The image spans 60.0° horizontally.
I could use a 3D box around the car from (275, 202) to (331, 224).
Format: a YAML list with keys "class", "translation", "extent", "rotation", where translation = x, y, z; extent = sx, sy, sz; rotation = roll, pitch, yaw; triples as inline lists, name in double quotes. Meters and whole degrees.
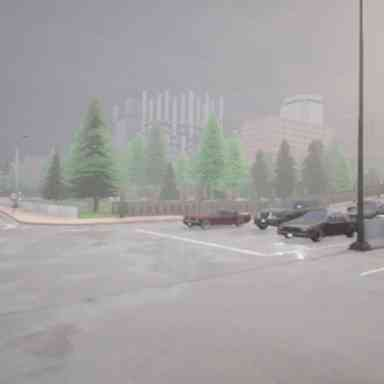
- class: "car"
  translation: [9.345, 1.677, 27.815]
  extent: [5.008, 1.535, 1.882]
  rotation: [-1, 0, -35]

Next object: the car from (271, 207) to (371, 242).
- class: "car"
  translation: [6.855, 1.702, 17.455]
  extent: [5.357, 1.411, 2.033]
  rotation: [1, 0, -35]

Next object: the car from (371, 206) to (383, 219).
- class: "car"
  translation: [14.661, 1.785, 23.000]
  extent: [4.718, 1.301, 1.895]
  rotation: [-1, 1, -35]

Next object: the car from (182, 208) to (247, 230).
- class: "car"
  translation: [1.684, 1.747, 22.406]
  extent: [4.718, 1.301, 1.895]
  rotation: [1, 0, -34]

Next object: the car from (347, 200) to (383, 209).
- class: "car"
  translation: [14.858, 1.677, 27.417]
  extent: [5.357, 1.411, 2.033]
  rotation: [-2, 1, -35]

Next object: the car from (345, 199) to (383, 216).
- class: "car"
  translation: [17.758, 1.502, 33.771]
  extent: [4.718, 1.301, 1.895]
  rotation: [-4, 2, -35]

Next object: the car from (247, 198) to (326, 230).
- class: "car"
  translation: [6.520, 1.396, 21.502]
  extent: [5.566, 2.045, 2.150]
  rotation: [1, 0, -35]
